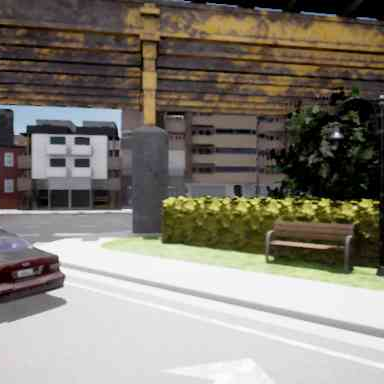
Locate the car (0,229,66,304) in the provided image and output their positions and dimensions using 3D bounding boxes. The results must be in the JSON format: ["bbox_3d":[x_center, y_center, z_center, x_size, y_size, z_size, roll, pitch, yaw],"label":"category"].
[{"bbox_3d":[-5.133,1.548,7.639,5.357,1.411,2.033,0,0,36],"label":"car"}]
